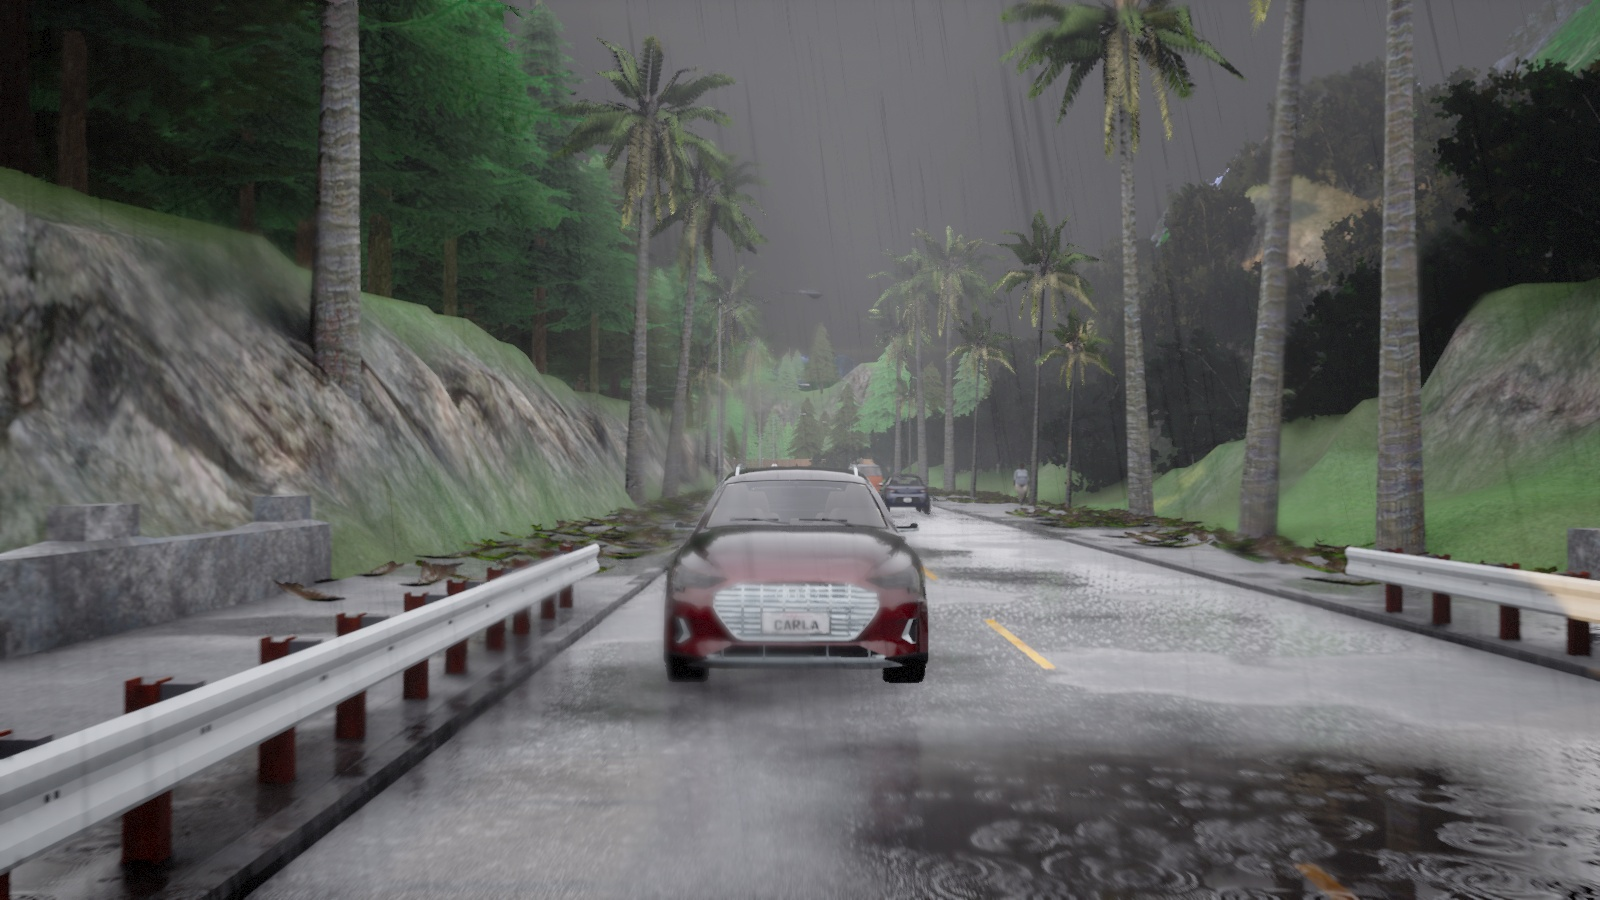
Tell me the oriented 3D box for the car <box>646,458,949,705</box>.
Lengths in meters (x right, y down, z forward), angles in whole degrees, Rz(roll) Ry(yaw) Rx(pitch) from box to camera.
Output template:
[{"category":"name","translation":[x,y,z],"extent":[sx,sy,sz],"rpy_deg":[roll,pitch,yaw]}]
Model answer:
[{"category":"car","translation":[-0.023,0.927,10.870],"extent":[2.033,1.649,4.856],"rpy_deg":[0,-1,0]}]

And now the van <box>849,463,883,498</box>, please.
[{"category":"van","translation":[3.840,1.790,73.955],"extent":[1.775,1.987,4.442],"rpy_deg":[0,-1,0]}]

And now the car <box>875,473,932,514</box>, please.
[{"category":"car","translation":[3.898,1.612,47.759],"extent":[1.816,1.474,4.193],"rpy_deg":[0,-1,0]}]

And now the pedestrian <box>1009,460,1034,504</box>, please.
[{"category":"pedestrian","translation":[9.368,1.345,53.048],"extent":[0.874,1.855,0.900],"rpy_deg":[0,-1,-1]}]
